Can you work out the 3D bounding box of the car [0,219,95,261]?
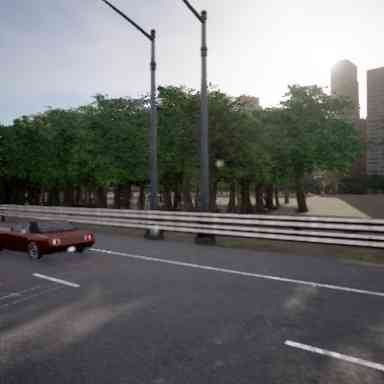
[{"bbox_3d":[-5.871,1.678,12.744,4.718,1.301,1.895,0,0,38],"label":"car"}]
